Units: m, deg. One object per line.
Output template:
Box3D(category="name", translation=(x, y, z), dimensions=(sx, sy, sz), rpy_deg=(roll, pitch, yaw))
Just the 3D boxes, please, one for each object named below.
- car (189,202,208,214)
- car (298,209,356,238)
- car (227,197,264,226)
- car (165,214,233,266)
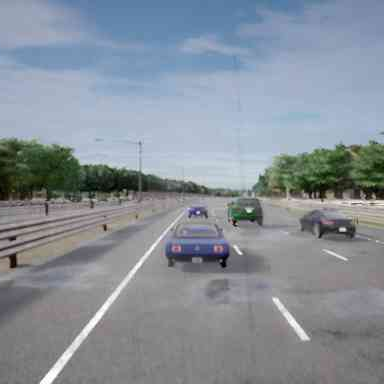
Box3D(category="car", translation=(0.639, 1.757, 33.447), dimensions=(1.812, 1.442, 4.674), rpy_deg=(0, 0, 2))
Box3D(category="car", translation=(7.278, 1.655, 18.271), dimensions=(1.812, 1.442, 4.674), rpy_deg=(0, 0, 1))
Box3D(category="car", translation=(3.915, 1.396, 25.044), dimensions=(2.150, 2.045, 5.566), rpy_deg=(0, 0, 1))
Box3D(category="car", translation=(0.180, 1.682, 11.794), dimensions=(1.895, 1.301, 4.718), rpy_deg=(0, 0, 1))
